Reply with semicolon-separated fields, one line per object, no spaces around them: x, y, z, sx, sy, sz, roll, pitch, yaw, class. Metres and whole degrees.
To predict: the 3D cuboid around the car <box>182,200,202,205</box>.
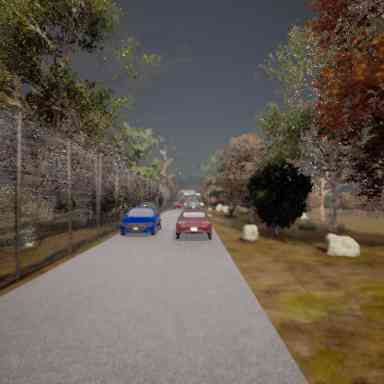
0.167;1.811;40.199;2.097;1.767;4.553;0;-1;0;car

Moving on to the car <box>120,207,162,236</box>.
-2.848;1.597;19.351;1.882;1.535;5.008;0;-1;0;car

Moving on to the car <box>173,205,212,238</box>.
0.092;1.632;18.151;1.812;1.442;4.674;0;-1;0;car

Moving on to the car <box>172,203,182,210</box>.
-2.592;2.620;61.179;1.895;1.301;4.718;0;-2;1;car
